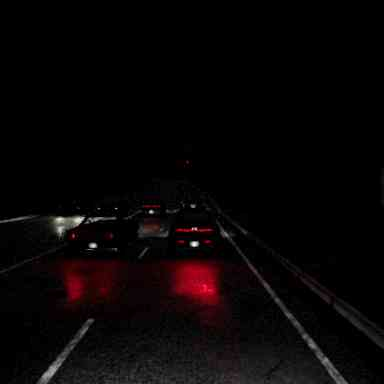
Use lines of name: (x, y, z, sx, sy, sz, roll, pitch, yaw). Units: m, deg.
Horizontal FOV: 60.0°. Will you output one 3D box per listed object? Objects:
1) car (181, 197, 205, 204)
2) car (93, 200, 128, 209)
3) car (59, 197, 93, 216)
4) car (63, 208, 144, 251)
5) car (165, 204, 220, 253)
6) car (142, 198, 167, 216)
car: (0.091, 1.197, 28.986, 2.097, 1.767, 4.553, 0, 1, 0)
car: (-7.099, 1.425, 30.093, 1.895, 1.301, 4.718, 0, 1, 0)
car: (-10.597, 1.283, 30.834, 1.882, 1.535, 5.008, 0, 1, 0)
car: (-3.408, 1.539, 13.704, 1.895, 1.301, 4.718, 0, 0, 0)
car: (0.091, 1.445, 13.376, 1.837, 1.490, 4.892, 0, 0, 0)
car: (-3.406, 1.326, 30.270, 1.837, 1.490, 4.892, 0, 1, 0)
